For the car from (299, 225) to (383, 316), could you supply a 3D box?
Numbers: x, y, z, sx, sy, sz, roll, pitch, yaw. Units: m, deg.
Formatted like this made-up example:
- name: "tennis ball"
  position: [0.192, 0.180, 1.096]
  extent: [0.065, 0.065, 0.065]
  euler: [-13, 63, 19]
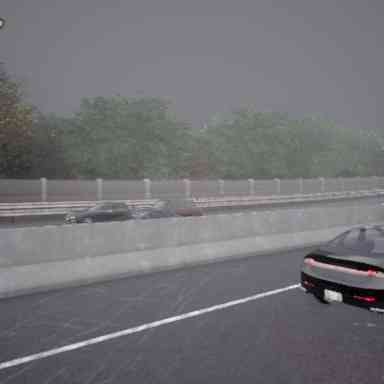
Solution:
- name: "car"
  position: [4.249, 1.423, 6.740]
  extent: [4.902, 1.511, 2.128]
  euler: [-1, 1, -35]

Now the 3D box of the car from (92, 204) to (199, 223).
- name: "car"
  position: [-2.076, 1.484, 15.301]
  extent: [4.181, 1.385, 1.994]
  euler: [-1, 0, -34]

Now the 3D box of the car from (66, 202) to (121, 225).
- name: "car"
  position: [-5.523, 1.411, 21.429]
  extent: [4.892, 1.490, 1.837]
  euler: [0, 0, -35]

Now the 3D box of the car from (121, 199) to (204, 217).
- name: "car"
  position: [-1.542, 1.234, 19.919]
  extent: [4.553, 1.767, 2.097]
  euler: [-1, 1, -35]
